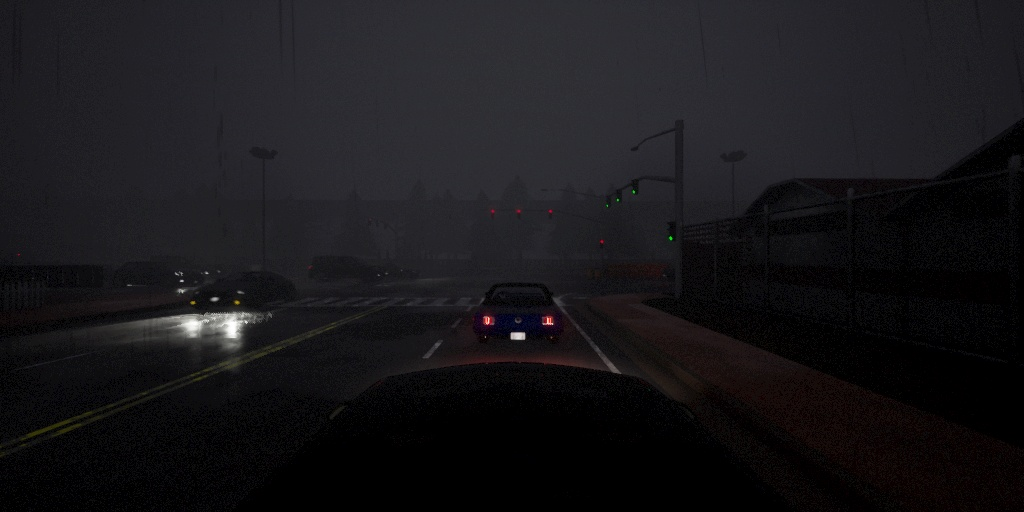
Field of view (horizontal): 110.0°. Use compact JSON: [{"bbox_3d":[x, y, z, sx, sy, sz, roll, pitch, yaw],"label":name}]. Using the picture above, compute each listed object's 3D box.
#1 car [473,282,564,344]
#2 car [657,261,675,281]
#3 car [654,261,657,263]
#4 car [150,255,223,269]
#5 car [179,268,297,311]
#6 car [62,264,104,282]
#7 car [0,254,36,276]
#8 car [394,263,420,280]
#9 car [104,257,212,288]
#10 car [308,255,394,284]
[{"bbox_3d":[0.191,1.351,9.556,1.895,1.301,4.718,0,0,2],"label":"car"},{"bbox_3d":[13.884,1.275,27.339,4.674,1.442,1.812,0,0,-1],"label":"car"},{"bbox_3d":[17.192,1.276,41.574,4.674,1.442,1.812,0,0,-1],"label":"car"},{"bbox_3d":[-27.433,0.964,30.140,5.566,2.045,2.150,0,0,-1],"label":"car"},{"bbox_3d":[-10.547,1.314,14.448,1.994,1.385,4.181,0,0,-6],"label":"car"},{"bbox_3d":[-30.367,1.283,26.590,5.357,1.411,2.033,0,0,-1],"label":"car"},{"bbox_3d":[-42.303,0.871,29.910,4.892,1.490,1.837,4,0,-1],"label":"car"},{"bbox_3d":[-10.173,1.275,30.432,4.674,1.442,1.812,0,0,-1],"label":"car"},{"bbox_3d":[-22.751,1.102,23.216,4.553,1.767,2.097,0,0,-1],"label":"car"},{"bbox_3d":[-12.209,0.974,26.894,5.566,2.045,2.150,0,0,-1],"label":"car"}]
